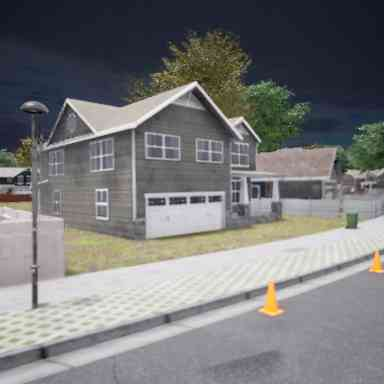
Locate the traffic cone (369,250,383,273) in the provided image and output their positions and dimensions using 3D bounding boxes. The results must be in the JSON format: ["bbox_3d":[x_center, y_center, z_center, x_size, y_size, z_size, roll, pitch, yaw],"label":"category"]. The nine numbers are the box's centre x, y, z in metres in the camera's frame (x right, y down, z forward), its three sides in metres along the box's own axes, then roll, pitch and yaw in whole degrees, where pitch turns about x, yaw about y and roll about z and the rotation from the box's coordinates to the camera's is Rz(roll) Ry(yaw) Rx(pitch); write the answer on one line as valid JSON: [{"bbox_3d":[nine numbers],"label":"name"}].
[{"bbox_3d":[5.228,1.929,9.388,0.340,0.580,0.340,0,0,-41],"label":"traffic cone"}]

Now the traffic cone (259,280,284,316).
[{"bbox_3d":[1.494,1.948,6.240,0.340,0.580,0.340,0,0,-39],"label":"traffic cone"}]
